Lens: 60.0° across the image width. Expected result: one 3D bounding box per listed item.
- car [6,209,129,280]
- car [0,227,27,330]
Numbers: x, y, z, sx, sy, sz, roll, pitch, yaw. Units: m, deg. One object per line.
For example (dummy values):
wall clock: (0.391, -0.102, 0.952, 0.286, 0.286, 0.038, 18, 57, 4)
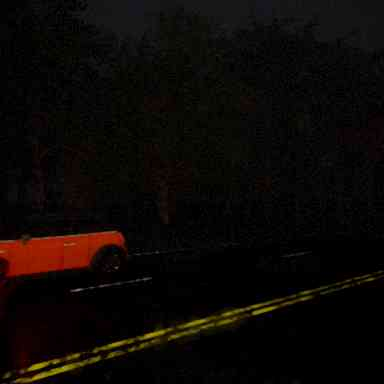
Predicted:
car: (-4.066, 1.364, 8.768, 4.553, 1.767, 2.097, 0, 0, -35)
car: (-5.003, 1.468, 4.108, 5.008, 1.535, 1.882, 0, 0, -35)
